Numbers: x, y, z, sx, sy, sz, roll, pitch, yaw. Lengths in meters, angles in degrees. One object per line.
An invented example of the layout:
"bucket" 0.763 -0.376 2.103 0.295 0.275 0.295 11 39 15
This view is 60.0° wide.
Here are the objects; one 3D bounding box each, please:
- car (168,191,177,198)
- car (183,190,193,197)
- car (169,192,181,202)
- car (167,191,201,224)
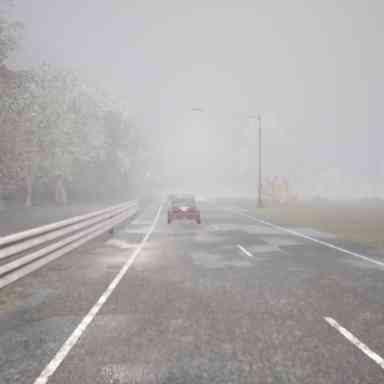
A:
"car" -4.485 0.566 74.824 1.994 1.385 4.181 0 1 -4
"car" -0.967 0.361 74.676 1.812 1.442 4.674 0 1 -4
"car" -2.827 0.779 53.482 1.882 1.535 5.008 0 1 -4
"car" -0.609 1.061 22.336 2.097 1.767 4.553 0 1 -3
